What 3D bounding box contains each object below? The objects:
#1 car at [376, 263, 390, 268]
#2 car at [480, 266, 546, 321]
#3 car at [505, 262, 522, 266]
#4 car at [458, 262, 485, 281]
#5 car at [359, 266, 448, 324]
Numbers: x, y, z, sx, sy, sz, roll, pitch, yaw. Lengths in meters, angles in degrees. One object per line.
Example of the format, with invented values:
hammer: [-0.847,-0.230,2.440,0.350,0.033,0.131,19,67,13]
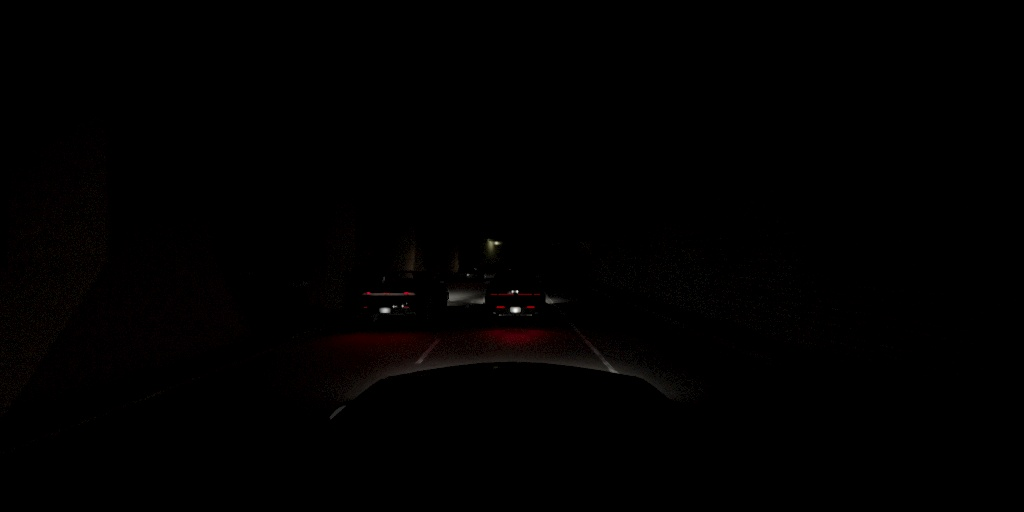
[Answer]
car: [-14.146,1.368,38.537,1.895,1.301,4.718,0,0,-1]
car: [0.099,1.260,12.449,1.837,1.490,4.892,0,0,0]
car: [0.096,1.268,30.338,1.837,1.490,4.892,0,0,0]
car: [-3.404,1.255,30.252,2.128,1.511,4.902,0,0,0]
car: [-3.402,1.246,12.033,2.128,1.511,4.902,0,0,0]
